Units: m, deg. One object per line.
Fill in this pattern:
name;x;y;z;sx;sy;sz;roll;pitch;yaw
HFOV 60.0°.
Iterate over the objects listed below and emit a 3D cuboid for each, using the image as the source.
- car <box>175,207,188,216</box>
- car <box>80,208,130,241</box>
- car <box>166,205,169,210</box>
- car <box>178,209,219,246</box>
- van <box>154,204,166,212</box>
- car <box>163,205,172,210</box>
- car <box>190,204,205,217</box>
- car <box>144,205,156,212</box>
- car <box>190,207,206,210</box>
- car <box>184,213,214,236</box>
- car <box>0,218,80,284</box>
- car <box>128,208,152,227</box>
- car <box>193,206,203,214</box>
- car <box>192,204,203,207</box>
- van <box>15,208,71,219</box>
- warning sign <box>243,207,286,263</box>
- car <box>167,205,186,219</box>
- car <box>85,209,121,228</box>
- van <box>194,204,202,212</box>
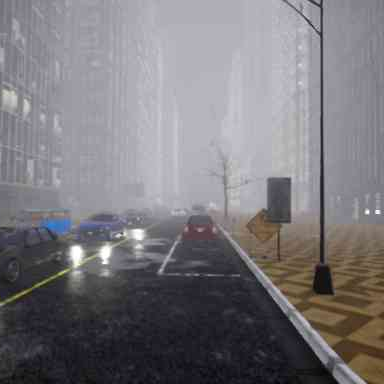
car;-1.640;3.150;54.459;1.994;1.385;4.181;1;-2;1
car;-5.445;2.015;20.427;1.882;1.535;5.008;1;-2;1
car;-6.946;3.881;81.108;1.947;1.339;4.313;1;-2;1
car;0.438;1.983;18.398;1.967;1.590;4.097;1;-2;1
van;-7.144;3.317;69.743;1.690;1.788;3.998;1;-2;1
car;-6.742;4.206;92.480;2.008;1.369;4.403;1;-2;1
car;0.929;2.872;52.514;2.192;1.841;5.009;1;-2;1
car;-7.454;3.033;52.680;1.947;1.339;4.313;1;-2;1
car;0.618;2.631;35.450;1.802;1.307;4.206;1;-2;1
car;0.481;2.277;24.080;1.947;1.339;4.313;1;-2;1
car;-5.623;1.791;10.565;2.033;1.411;5.357;1;-2;1
car;-5.256;2.440;30.574;1.895;1.301;4.718;1;-2;1
car;1.132;3.426;64.049;1.752;1.417;4.829;1;-2;1
car;0.827;2.703;46.829;2.192;1.841;5.009;1;-2;1
van;-8.182;1.793;18.577;1.690;1.788;3.998;1;-2;1
warning sign;2.565;1.490;11.900;1.300;1.860;1.060;0;-2;1
car;-1.821;2.808;44.257;1.812;1.442;4.674;1;-2;1
car;-7.870;2.335;29.939;1.887;1.381;4.507;1;-2;1
van;1.336;3.576;75.256;1.690;1.788;3.998;1;-2;1
